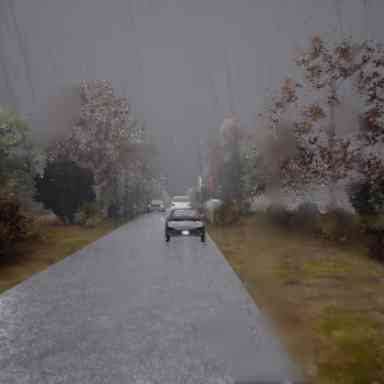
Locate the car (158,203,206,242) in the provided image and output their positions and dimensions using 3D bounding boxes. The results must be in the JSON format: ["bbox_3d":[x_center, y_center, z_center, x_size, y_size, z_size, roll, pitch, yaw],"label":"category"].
[{"bbox_3d":[-0.365,1.550,16.773,2.128,1.511,4.902,0,0,-2],"label":"car"}]

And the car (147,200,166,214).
[{"bbox_3d":[-4.315,1.718,40.919,2.097,1.767,4.553,0,-1,-2],"label":"car"}]

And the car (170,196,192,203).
[{"bbox_3d":[-1.166,1.501,36.035,2.150,2.045,5.566,0,-1,-2],"label":"car"}]
